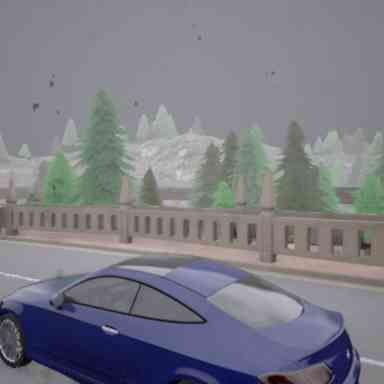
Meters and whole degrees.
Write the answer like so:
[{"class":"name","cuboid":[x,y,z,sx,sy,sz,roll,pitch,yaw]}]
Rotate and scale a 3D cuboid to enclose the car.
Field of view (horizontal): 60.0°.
[{"class":"car","cuboid":[-0.538,1.515,4.108,4.674,1.442,1.812,0,0,34]}]
